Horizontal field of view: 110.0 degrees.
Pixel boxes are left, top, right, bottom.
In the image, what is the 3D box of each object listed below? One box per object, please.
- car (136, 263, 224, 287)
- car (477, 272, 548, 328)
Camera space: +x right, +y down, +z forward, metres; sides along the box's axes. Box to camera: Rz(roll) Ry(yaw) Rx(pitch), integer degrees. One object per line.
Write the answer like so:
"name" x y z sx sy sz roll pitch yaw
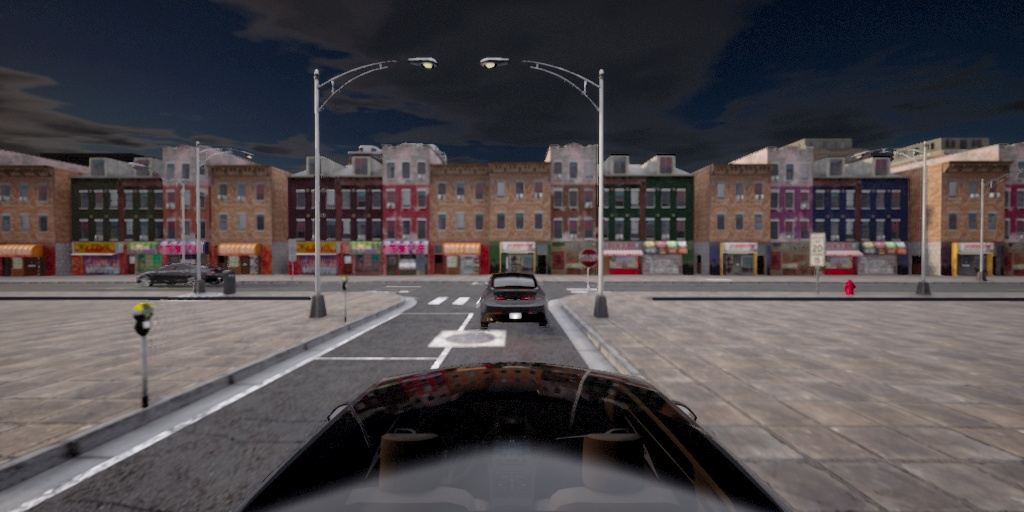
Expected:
"car" -21.390 1.208 23.271 4.892 1.490 1.837 0 1 0
"car" -0.015 1.239 11.340 1.837 1.490 4.892 0 0 -2
